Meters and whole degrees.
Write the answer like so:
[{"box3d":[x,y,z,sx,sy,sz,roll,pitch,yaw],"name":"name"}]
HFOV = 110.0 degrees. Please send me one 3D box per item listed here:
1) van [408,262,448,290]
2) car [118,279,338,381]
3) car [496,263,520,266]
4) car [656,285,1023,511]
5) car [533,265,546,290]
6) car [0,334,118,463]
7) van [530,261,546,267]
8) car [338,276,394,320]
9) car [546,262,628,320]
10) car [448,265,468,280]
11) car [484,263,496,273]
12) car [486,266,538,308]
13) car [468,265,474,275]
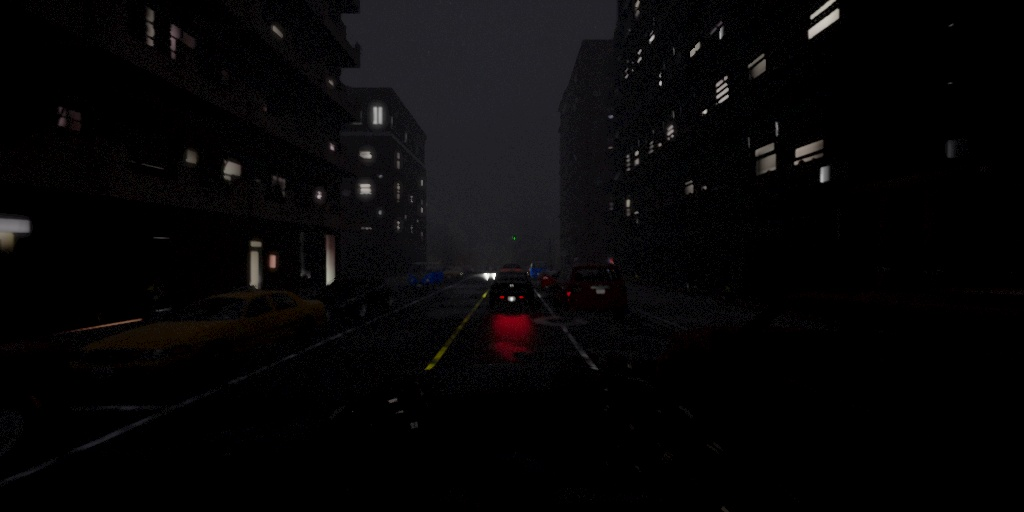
[{"box3d":[-5.709,1.305,24.139,1.690,1.789,3.998,0,0,0],"name":"van"},{"box3d":[-5.696,1.331,7.397,1.751,1.417,4.829,0,0,0],"name":"car"},{"box3d":[-0.020,1.379,30.903,2.097,1.767,4.553,0,-1,0],"name":"car"},{"box3d":[2.689,1.068,2.097,2.192,1.841,5.009,0,0,0],"name":"car"},{"box3d":[2.671,1.511,24.194,1.888,1.381,4.507,0,0,0],"name":"car"},{"box3d":[-5.692,1.298,2.043,1.888,1.381,4.507,0,0,0],"name":"car"},{"box3d":[2.663,1.411,35.242,1.690,1.789,3.998,0,0,0],"name":"van"},{"box3d":[-5.700,1.425,13.090,1.948,1.339,4.313,0,0,0],"name":"car"},{"box3d":[2.680,1.175,13.146,2.192,1.841,5.009,0,0,0],"name":"car"},{"box3d":[-5.717,1.594,35.017,1.751,1.417,4.829,0,0,0],"name":"car"},{"box3d":[-3.044,1.732,53.282,2.128,1.511,4.902,0,-1,0],"name":"car"},{"box3d":[-0.008,1.397,16.141,1.837,1.490,4.892,0,0,0],"name":"car"},{"box3d":[-5.823,1.754,46.228,1.802,1.307,4.207,0,0,0],"name":"car"}]
